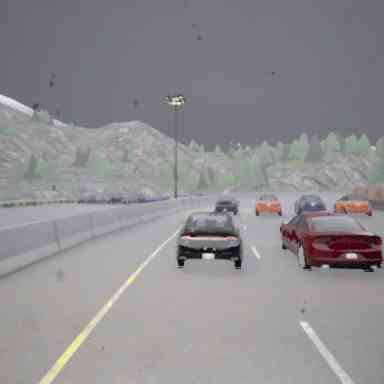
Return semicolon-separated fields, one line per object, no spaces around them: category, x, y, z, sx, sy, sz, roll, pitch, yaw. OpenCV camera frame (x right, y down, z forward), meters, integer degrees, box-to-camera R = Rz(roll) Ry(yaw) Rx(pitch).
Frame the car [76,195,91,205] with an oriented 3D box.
car;-14.429;1.060;46.901;1.994;1.385;4.181;0;1;16

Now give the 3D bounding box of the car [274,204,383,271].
car;4.087;1.367;10.587;1.882;1.535;5.008;0;1;4

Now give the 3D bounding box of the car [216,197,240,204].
car;3.214;1.191;29.848;1.837;1.490;4.892;0;1;11

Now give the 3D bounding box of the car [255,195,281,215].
car;6.658;1.048;29.176;2.097;1.767;4.553;0;1;11

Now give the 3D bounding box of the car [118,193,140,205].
car;-7.687;1.025;45.039;1.837;1.490;4.892;0;1;16

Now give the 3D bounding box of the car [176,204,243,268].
car;0.605;1.377;10.826;2.128;1.511;4.902;0;1;4

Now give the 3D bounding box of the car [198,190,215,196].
car;4.062;0.529;82.817;1.895;1.301;4.718;0;1;29

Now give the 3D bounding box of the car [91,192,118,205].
car;-11.221;0.865;45.362;2.097;1.767;4.553;0;1;16

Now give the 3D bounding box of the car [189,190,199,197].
car;1.041;0.265;84.584;2.097;1.767;4.553;0;1;29

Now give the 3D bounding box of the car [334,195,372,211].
car;13.669;1.060;28.528;2.097;1.767;4.553;0;1;12

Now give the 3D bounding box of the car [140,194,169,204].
car;-4.519;1.017;43.381;1.882;1.535;5.008;0;1;16

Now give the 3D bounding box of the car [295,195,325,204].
car;10.165;1.054;28.852;2.097;1.767;4.553;0;1;11
